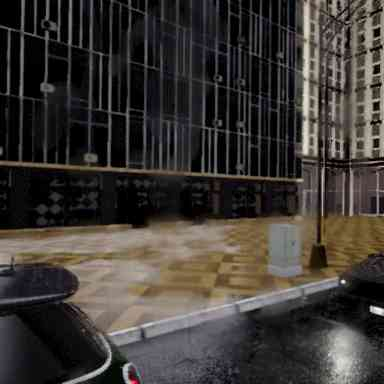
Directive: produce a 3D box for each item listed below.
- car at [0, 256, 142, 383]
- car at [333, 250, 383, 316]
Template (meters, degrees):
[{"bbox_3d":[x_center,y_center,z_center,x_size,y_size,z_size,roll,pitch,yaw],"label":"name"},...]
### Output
[{"bbox_3d":[-2.493,1.338,1.622,4.553,1.767,2.097,1,0,-35],"label":"car"},{"bbox_3d":[5.314,1.642,7.135,5.357,1.411,2.033,1,0,-35],"label":"car"}]
